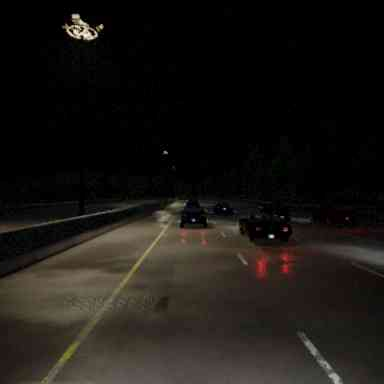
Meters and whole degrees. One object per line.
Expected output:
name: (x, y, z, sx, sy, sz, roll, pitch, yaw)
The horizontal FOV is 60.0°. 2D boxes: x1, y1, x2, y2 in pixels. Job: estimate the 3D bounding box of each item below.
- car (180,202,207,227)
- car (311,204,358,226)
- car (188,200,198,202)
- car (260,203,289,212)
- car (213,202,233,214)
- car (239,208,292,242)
car: (0.110, 1.715, 24.522, 1.812, 1.442, 4.674, 0, 0, 0)
car: (10.609, 1.673, 25.180, 1.882, 1.535, 5.008, 0, 0, 0)
car: (0.117, 1.867, 46.764, 1.837, 1.490, 4.892, 0, 0, 0)
car: (7.111, 1.731, 29.007, 1.837, 1.490, 4.892, 0, 0, 0)
car: (3.614, 1.866, 39.026, 1.994, 1.385, 4.181, 0, 0, 0)
car: (3.605, 1.735, 17.285, 1.895, 1.301, 4.718, 0, 0, 0)
